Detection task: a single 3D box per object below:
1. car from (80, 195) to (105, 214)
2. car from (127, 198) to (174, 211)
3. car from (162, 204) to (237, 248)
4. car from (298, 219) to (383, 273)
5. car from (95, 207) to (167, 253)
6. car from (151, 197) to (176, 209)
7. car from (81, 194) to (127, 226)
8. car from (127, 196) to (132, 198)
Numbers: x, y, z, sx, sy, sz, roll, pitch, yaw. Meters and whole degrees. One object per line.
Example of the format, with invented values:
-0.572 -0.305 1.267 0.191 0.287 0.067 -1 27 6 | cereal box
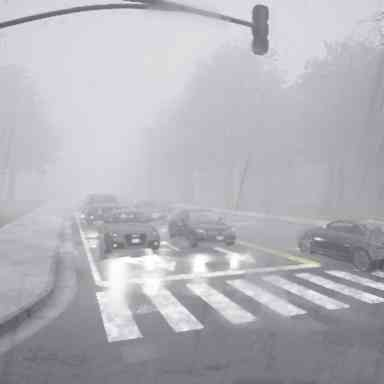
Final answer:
-10.222 1.236 34.017 2.097 1.767 4.553 0 0 -20 | car
-3.180 1.430 24.329 2.128 1.511 4.902 0 0 -20 | car
0.280 1.493 14.967 1.812 1.442 4.674 0 0 -20 | car
5.299 1.567 10.869 1.994 1.385 4.181 1 0 -14 | car
-2.636 1.512 13.489 1.994 1.385 4.181 0 0 -20 | car
-3.904 1.464 45.273 2.033 1.411 5.357 0 0 -20 | car
-6.275 1.140 23.305 2.150 2.045 5.566 0 0 -21 | car
-7.250 1.468 35.352 1.994 1.385 4.181 0 0 -20 | car
